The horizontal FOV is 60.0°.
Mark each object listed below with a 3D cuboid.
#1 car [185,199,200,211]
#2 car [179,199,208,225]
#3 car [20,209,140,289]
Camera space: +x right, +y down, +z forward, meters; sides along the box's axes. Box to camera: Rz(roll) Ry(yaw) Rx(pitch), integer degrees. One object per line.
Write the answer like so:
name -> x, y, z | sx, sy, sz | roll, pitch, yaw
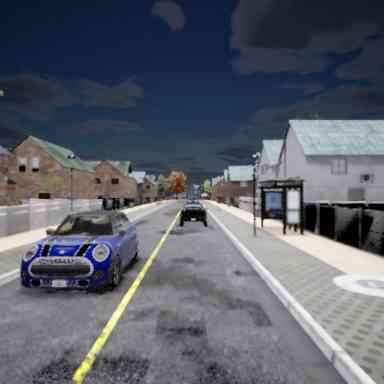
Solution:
car -> 0.102, 1.625, 43.015 | 1.812, 1.442, 4.674 | 0, 0, 0
car -> 0.100, 1.533, 24.000 | 1.837, 1.490, 4.892 | 0, 0, 0
car -> -2.821, 1.358, 9.332 | 2.097, 1.767, 4.553 | 0, 0, 0
